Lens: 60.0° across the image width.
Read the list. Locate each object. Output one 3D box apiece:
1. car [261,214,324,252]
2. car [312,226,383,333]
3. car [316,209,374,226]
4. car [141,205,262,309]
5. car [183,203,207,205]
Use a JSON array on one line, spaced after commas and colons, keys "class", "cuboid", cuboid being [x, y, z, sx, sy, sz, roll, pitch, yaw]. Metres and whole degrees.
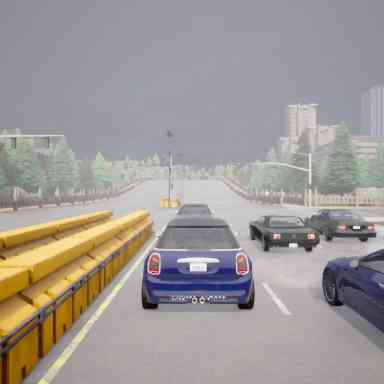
[{"class": "car", "cuboid": [3.624, 1.601, 13.984, 1.895, 1.301, 4.718, 0, 0, 1]}, {"class": "car", "cuboid": [3.613, 1.526, 5.044, 1.812, 1.442, 4.674, 0, 0, 0]}, {"class": "car", "cuboid": [7.108, 1.547, 16.559, 2.033, 1.411, 5.357, 0, 0, 4]}, {"class": "car", "cuboid": [0.115, 1.352, 8.013, 2.097, 1.767, 4.553, 0, 0, 0]}, {"class": "car", "cuboid": [0.133, 1.352, 16.949, 2.097, 1.767, 4.553, 0, 0, 0]}]
